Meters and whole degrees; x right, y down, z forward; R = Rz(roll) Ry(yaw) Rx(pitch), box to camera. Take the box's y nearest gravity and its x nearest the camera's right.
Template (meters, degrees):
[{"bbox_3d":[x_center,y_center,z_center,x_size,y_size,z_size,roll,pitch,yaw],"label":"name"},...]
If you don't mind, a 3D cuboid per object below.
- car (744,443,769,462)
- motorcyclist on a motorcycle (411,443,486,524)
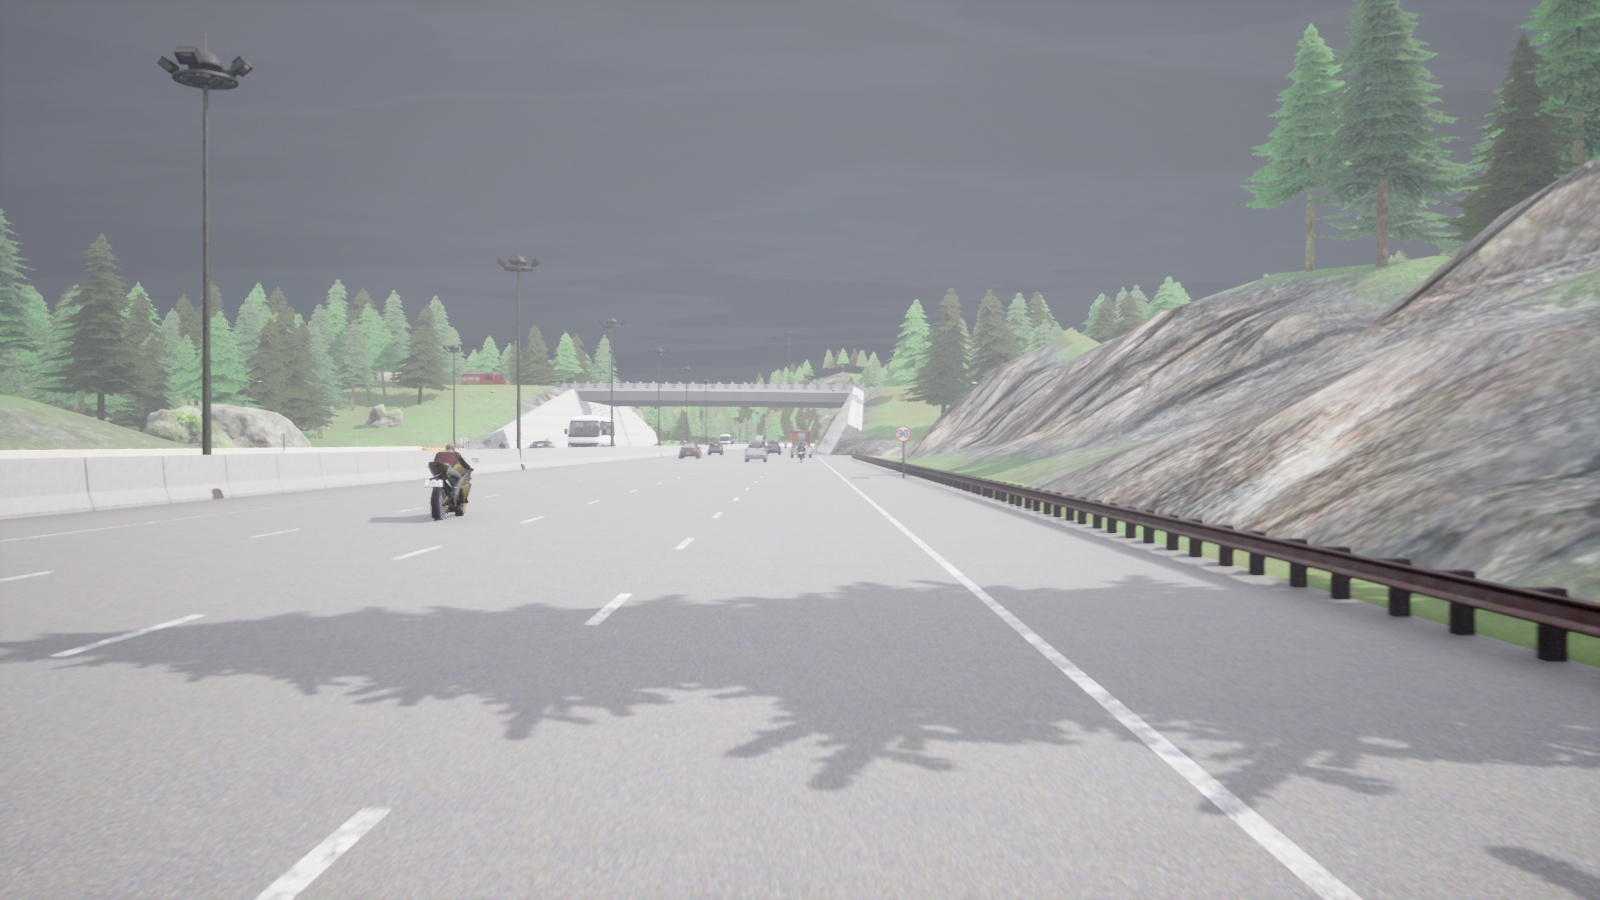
[{"bbox_3d":[-3.363,0.204,97.723,1.845,1.501,3.633,0,0,0],"label":"car"},{"bbox_3d":[-6.951,0.636,24.942,0.866,1.530,2.191,0,0,0],"label":"motorcyclist on a motorcycle"}]
